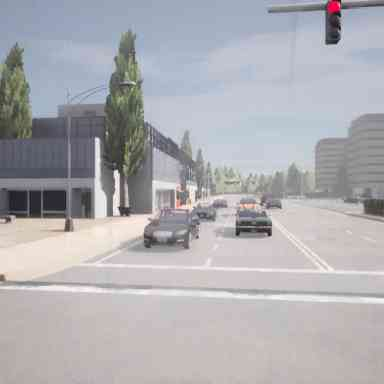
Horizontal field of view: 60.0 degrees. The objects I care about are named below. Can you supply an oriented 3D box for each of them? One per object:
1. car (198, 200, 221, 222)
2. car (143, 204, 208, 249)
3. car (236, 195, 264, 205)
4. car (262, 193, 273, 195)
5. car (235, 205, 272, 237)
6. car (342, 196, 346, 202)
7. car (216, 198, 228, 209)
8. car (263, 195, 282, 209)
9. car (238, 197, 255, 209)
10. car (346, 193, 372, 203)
[{"bbox_3d":[0.980,1.564,26.274,1.994,1.385,4.181,0,0,8],"label":"car"},{"bbox_3d":[-0.741,1.491,14.696,2.128,1.511,4.902,0,0,8],"label":"car"},{"bbox_3d":[5.138,1.351,30.413,2.097,1.767,4.553,0,0,8],"label":"car"},{"bbox_3d":[12.368,1.220,54.632,2.150,2.045,5.566,0,0,8],"label":"car"},{"bbox_3d":[3.344,1.600,18.384,1.895,1.301,4.718,0,0,8],"label":"car"},{"bbox_3d":[31.834,1.151,64.746,4.605,1.855,1.932,0,0,7],"label":"car"},{"bbox_3d":[3.889,1.564,45.489,1.994,1.385,4.181,0,0,9],"label":"car"},{"bbox_3d":[10.929,1.490,44.592,2.128,1.511,4.902,0,0,9],"label":"car"},{"bbox_3d":[7.645,1.492,46.824,2.128,1.511,4.902,0,0,9],"label":"car"},{"bbox_3d":[31.428,1.154,61.880,3.866,1.878,1.905,0,0,7],"label":"car"}]
